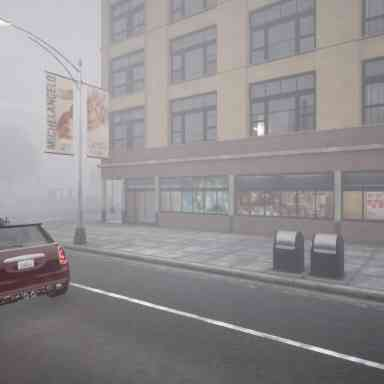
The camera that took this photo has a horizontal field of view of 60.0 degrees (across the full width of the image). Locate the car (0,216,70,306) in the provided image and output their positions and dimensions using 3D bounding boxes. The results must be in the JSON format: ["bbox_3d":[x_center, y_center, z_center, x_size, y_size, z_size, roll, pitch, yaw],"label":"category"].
[{"bbox_3d":[-4.784,1.352,7.386,4.553,1.767,2.097,0,0,36],"label":"car"}]
